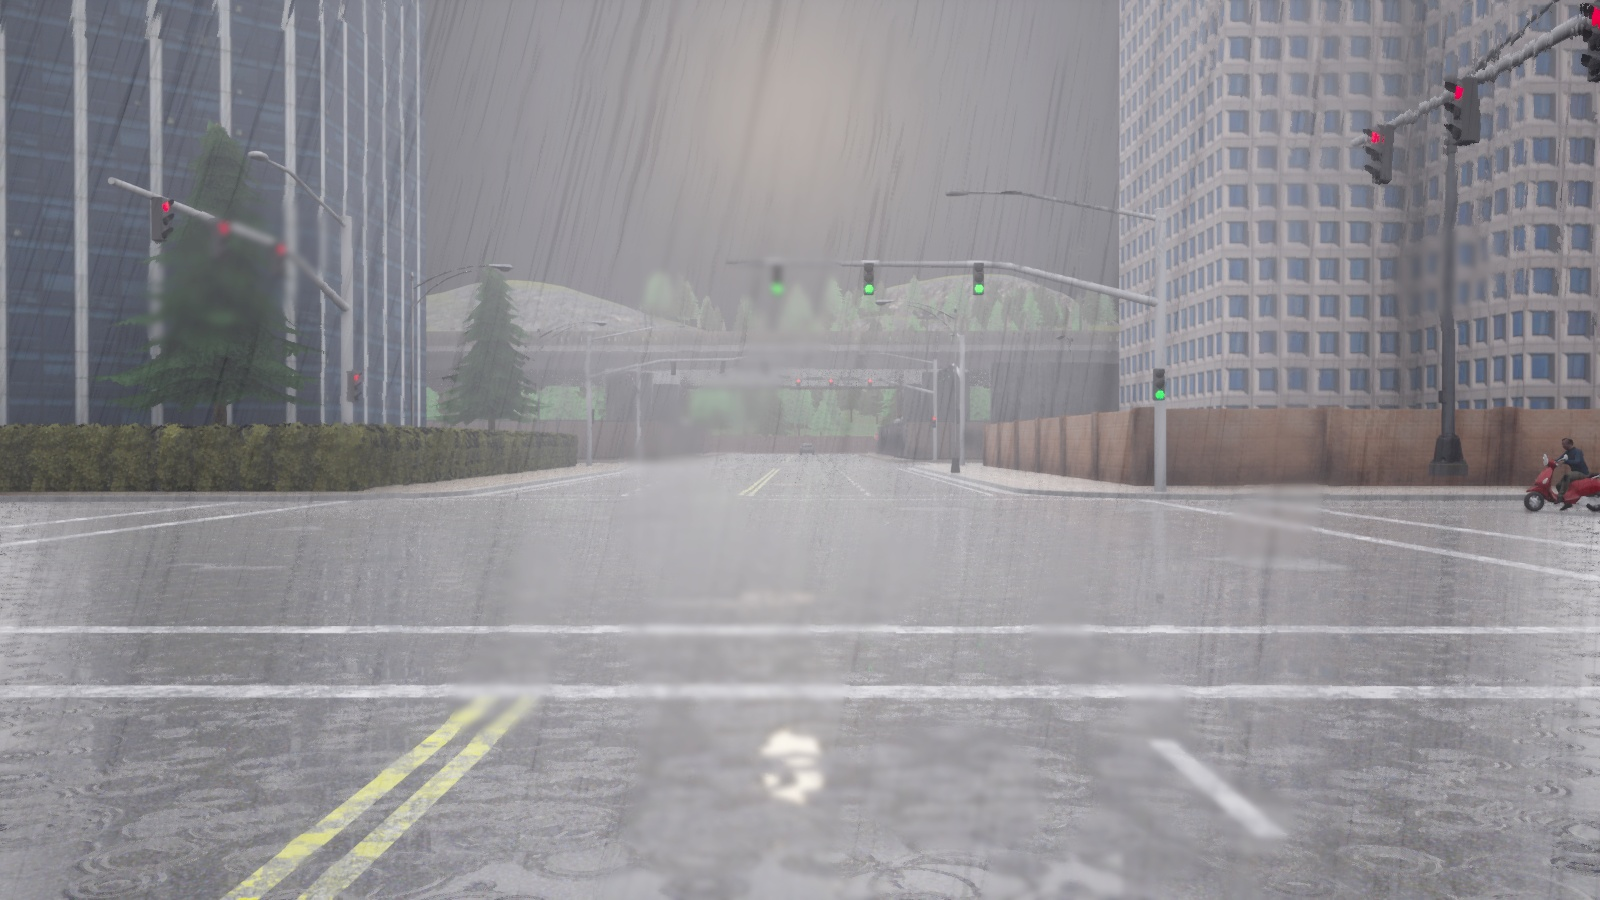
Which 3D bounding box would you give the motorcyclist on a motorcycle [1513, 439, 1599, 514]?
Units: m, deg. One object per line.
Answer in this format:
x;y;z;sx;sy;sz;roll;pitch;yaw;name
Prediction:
16.569;0.564;27.134;1.817;1.590;0.866;0;0;1;motorcyclist on a motorcycle
